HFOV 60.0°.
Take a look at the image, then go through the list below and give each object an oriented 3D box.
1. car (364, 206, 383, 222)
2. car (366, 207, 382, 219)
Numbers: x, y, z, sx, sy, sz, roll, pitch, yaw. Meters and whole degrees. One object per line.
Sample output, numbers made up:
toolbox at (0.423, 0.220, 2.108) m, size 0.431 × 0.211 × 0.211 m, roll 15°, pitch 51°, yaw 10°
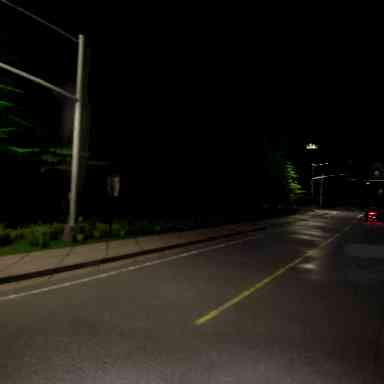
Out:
car at (21.456, 2.662, 39.172) m, size 2.128 × 1.511 × 4.902 m, roll 3°, pitch 0°, yaw 29°
car at (26.317, 2.942, 48.147) m, size 1.837 × 1.490 × 4.892 m, roll 3°, pitch 0°, yaw 29°
